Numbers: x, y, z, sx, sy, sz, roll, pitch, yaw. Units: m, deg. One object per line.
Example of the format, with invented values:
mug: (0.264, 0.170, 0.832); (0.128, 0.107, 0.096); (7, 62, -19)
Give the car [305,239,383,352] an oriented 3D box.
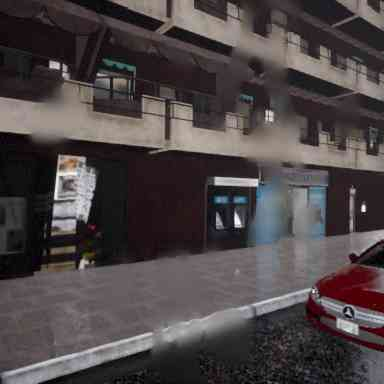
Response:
car: (3.960, 1.532, 5.781); (4.674, 1.442, 1.812); (0, 0, -36)
